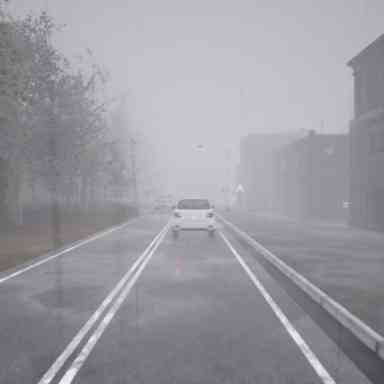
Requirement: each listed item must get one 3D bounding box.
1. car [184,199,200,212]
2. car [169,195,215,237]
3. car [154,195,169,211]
[{"bbox_3d":[0.009,1.767,42.756,1.895,1.301,4.718,0,-7,0],"label":"car"},{"bbox_3d":[0.082,1.303,18.615,2.150,2.045,5.566,0,-1,0],"label":"car"},{"bbox_3d":[-3.423,1.351,41.345,2.150,2.045,5.566,0,-6,0],"label":"car"}]
